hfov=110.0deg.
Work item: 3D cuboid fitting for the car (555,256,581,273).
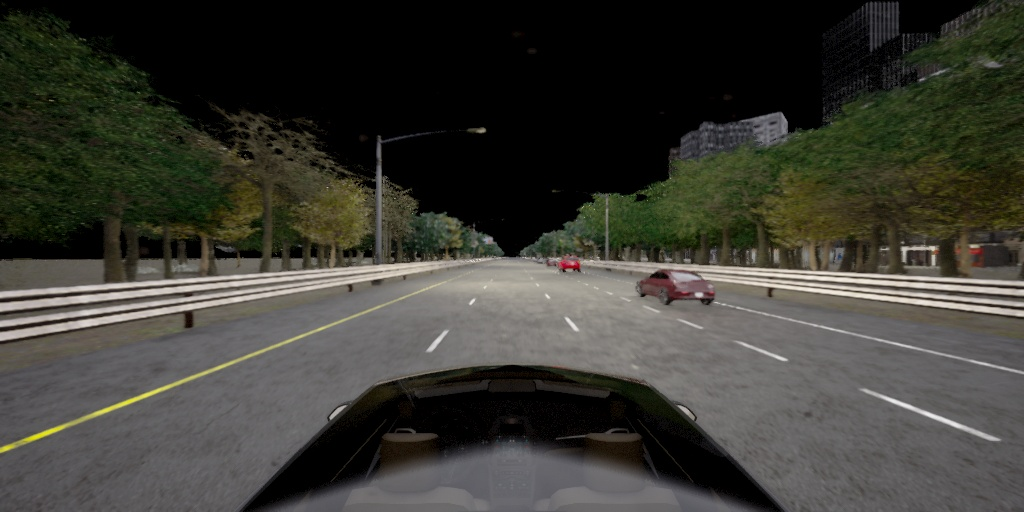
[{"bbox_3d":[7.097,1.005,44.693,2.150,2.045,5.566,0,0,0],"label":"car"}]

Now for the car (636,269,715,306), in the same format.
[{"bbox_3d":[7.011,1.286,15.733,1.812,1.442,4.674,0,0,0],"label":"car"}]
